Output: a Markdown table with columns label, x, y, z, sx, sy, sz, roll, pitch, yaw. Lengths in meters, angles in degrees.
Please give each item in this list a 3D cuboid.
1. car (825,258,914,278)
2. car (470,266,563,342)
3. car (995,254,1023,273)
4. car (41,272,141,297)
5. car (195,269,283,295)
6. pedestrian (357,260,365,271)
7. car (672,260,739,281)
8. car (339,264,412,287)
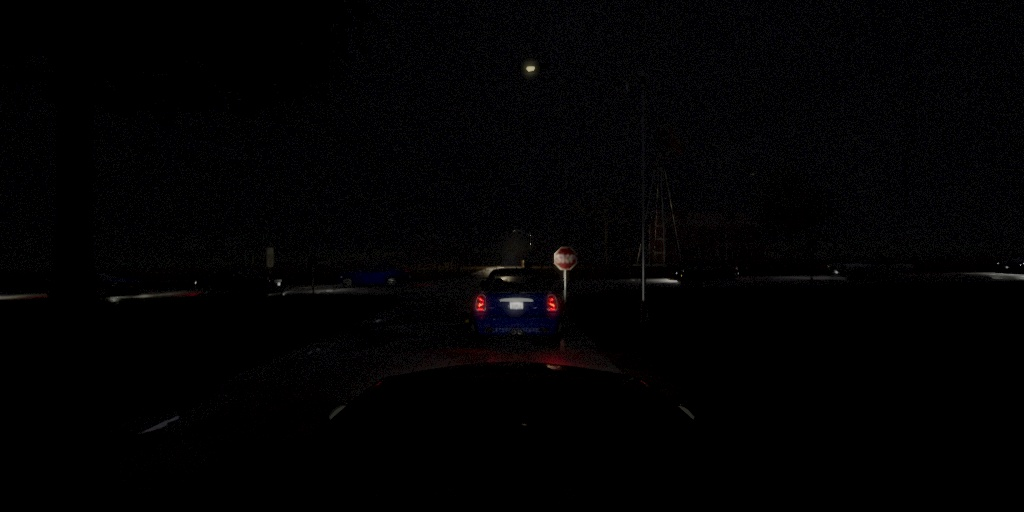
| label | x | y | z | sx | sy | sz | roll | pitch | yaw |
| --- | --- | --- | --- | --- | --- | --- | --- | --- | --- |
| car | 25.340 | 0.804 | 25.540 | 4.718 | 1.301 | 1.895 | -1 | 1 | 0 |
| car | 0.103 | 1.099 | 9.931 | 2.097 | 1.767 | 4.553 | 0 | 0 | 0 |
| car | 37.486 | 0.479 | 25.447 | 4.674 | 1.442 | 1.812 | -1 | 1 | 0 |
| car | -26.760 | 1.733 | 22.884 | 5.008 | 1.535 | 1.882 | -1 | 1 | 1 |
| car | -17.288 | 1.573 | 22.829 | 4.902 | 1.511 | 2.128 | -1 | 1 | 0 |
| pedestrian | -12.145 | 1.199 | 28.771 | 0.375 | 1.860 | 0.375 | 0 | 2 | 0 |
| car | 13.751 | 0.999 | 25.609 | 4.181 | 1.385 | 1.994 | -1 | 1 | 0 |
| car | -9.774 | 1.367 | 25.743 | 5.008 | 1.535 | 1.882 | -1 | 1 | 0 |
